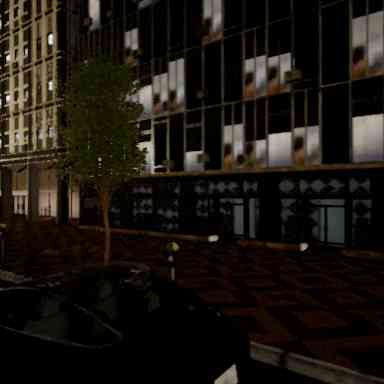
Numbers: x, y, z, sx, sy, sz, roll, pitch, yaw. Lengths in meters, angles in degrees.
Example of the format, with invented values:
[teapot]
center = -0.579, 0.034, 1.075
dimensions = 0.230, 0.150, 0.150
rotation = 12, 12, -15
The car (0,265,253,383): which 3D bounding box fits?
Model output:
[car]
center = -1.412, 1.567, 3.897
dimensions = 4.313, 1.339, 1.947
rotation = 0, 0, 36
